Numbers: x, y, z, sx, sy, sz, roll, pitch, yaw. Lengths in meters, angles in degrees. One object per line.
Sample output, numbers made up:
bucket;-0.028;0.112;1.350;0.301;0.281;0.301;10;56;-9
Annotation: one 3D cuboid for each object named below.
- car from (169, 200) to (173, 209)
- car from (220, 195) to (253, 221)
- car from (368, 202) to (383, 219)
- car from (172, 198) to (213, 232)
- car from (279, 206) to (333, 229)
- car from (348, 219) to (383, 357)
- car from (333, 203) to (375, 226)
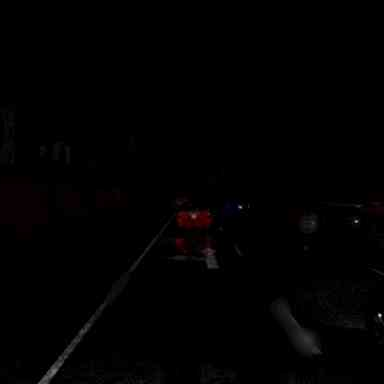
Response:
car;-1.682;1.479;43.832;1.882;1.535;5.008;1;0;-16
car;3.609;1.222;27.457;2.150;2.045;5.566;0;0;0
car;14.110;1.477;25.351;1.882;1.535;5.008;0;0;0
car;0.108;1.353;20.256;2.097;1.767;4.553;0;0;0
car;7.108;1.601;21.704;1.895;1.301;4.718;0;0;0
car;3.601;1.352;3.082;2.097;1.767;4.553;0;0;0
car;10.610;1.600;23.662;1.895;1.301;4.718;0;0;0
